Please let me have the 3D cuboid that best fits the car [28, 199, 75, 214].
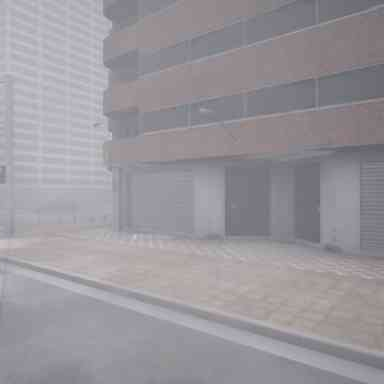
[{"bbox_3d":[-14.841,1.504,35.329,1.837,1.490,4.892,0,0,37],"label":"car"}]
